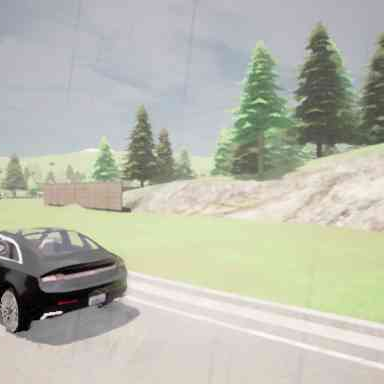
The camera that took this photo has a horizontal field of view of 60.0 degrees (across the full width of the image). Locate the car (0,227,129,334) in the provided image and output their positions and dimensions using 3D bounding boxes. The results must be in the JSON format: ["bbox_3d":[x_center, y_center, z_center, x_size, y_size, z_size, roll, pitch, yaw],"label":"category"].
[{"bbox_3d":[-3.342,1.478,6.818,4.902,1.511,2.128,0,0,40],"label":"car"}]
